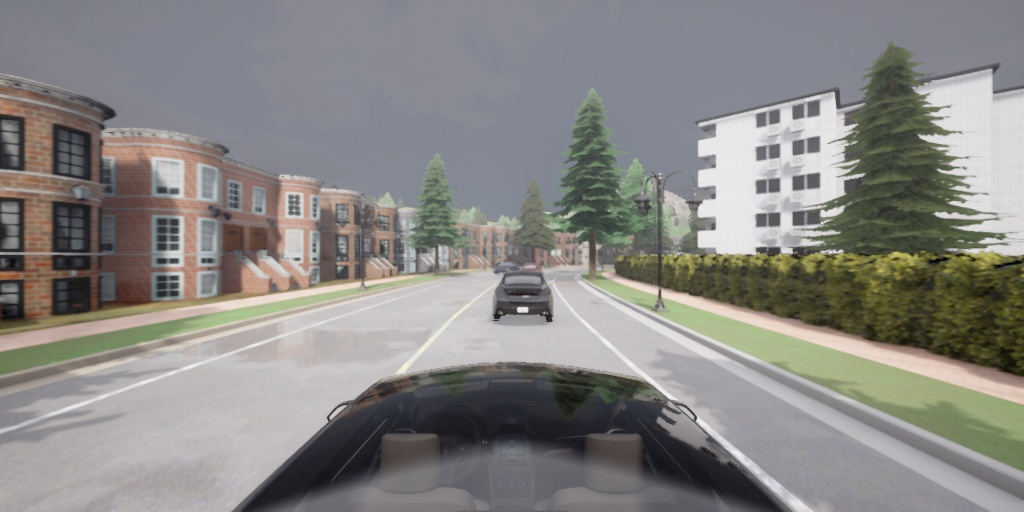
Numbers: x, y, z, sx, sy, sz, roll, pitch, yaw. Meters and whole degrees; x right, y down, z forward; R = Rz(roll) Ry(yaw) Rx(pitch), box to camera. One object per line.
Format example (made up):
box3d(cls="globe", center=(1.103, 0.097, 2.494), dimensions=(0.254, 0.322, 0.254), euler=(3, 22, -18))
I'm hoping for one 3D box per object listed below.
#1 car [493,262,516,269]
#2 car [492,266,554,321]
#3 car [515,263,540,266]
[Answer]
box3d(cls="car", center=(-0.527, 1.319, 38.776), dimensions=(2.033, 1.411, 5.357), euler=(0, 0, 14))
box3d(cls="car", center=(0.391, 1.262, 12.473), dimensions=(1.837, 1.490, 4.892), euler=(0, 0, 2))
box3d(cls="car", center=(1.616, 1.295, 29.237), dimensions=(1.812, 1.442, 4.674), euler=(0, 0, 7))
